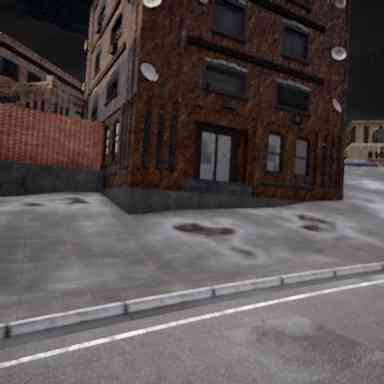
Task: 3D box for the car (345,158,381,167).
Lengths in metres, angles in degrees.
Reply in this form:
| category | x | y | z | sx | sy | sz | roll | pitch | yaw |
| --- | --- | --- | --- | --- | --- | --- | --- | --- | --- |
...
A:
| category | x | y | z | sx | sy | sz | roll | pitch | yaw |
| --- | --- | --- | --- | --- | --- | --- | --- | --- | --- |
| car | 21.209 | -3.418 | 41.892 | 4.553 | 1.767 | 2.185 | 2 | -2 | 15 |
